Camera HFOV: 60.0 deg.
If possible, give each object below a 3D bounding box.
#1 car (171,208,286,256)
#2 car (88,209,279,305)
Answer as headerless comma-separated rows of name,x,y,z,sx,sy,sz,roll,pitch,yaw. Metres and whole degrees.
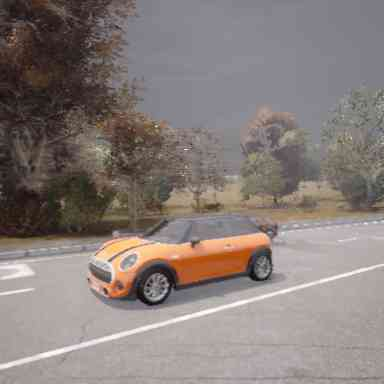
car,1.621,1.511,13.720,4.674,1.442,1.812,0,0,-35
car,-0.143,1.346,8.179,4.553,1.767,2.097,0,0,-35
